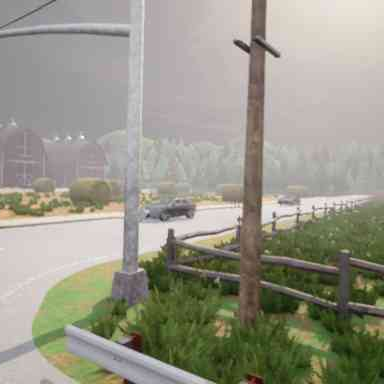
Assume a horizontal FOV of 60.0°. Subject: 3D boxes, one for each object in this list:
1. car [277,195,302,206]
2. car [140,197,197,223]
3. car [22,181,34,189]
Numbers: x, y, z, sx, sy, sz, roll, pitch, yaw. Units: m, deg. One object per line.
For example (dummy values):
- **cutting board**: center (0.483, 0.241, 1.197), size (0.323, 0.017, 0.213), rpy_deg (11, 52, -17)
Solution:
- **car**: center (12.974, 1.106, 44.023), size (2.033, 1.411, 5.357), rpy_deg (3, 1, 34)
- **car**: center (-1.528, 1.084, 22.012), size (2.128, 1.511, 4.902), rpy_deg (3, 1, 33)
- **car**: center (-38.830, -1.615, 79.159), size (1.905, 1.878, 3.866), rpy_deg (7, 2, -13)
